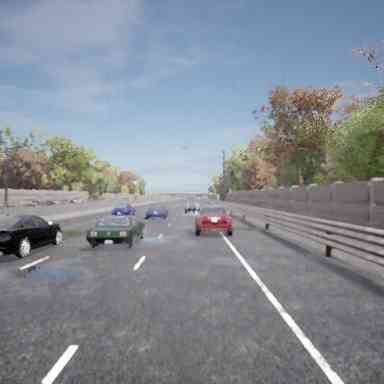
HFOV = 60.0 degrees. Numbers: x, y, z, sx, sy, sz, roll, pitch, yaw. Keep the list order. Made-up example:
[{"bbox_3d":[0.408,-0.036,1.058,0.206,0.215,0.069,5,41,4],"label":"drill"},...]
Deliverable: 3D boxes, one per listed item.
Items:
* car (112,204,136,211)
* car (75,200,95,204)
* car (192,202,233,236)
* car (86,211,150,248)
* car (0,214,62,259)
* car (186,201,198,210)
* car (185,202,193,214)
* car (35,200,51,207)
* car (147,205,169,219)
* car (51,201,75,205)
[{"bbox_3d":[-6.893,1.912,33.720,1.812,1.442,4.674,0,-1,0],"label":"car"},{"bbox_3d":[-17.544,2.151,56.449,2.128,1.511,4.902,0,-1,0],"label":"car"},{"bbox_3d":[1.225,1.577,20.215,2.097,1.767,4.553,0,-1,0],"label":"car"},{"bbox_3d":[-3.395,1.774,15.793,1.895,1.301,4.718,0,-1,0],"label":"car"},{"bbox_3d":[-6.897,1.623,13.330,1.882,1.535,5.008,0,-1,0],"label":"car"},{"bbox_3d":[0.004,2.235,54.409,1.895,1.301,4.718,0,-1,0],"label":"car"},{"bbox_3d":[0.035,2.093,42.690,1.895,1.301,4.718,0,-1,1],"label":"car"},{"bbox_3d":[-24.537,2.158,55.932,1.837,1.490,4.892,0,0,1],"label":"car"},{"bbox_3d":[-3.395,1.944,33.182,1.994,1.385,4.181,0,-1,0],"label":"car"},{"bbox_3d":[-21.036,2.197,55.630,2.033,1.411,5.357,0,-1,1],"label":"car"}]
